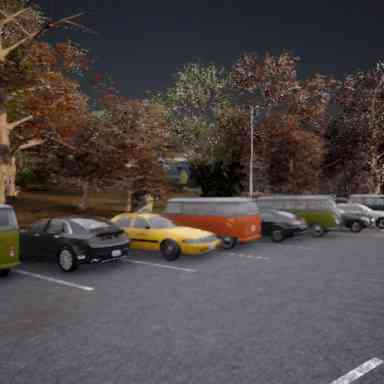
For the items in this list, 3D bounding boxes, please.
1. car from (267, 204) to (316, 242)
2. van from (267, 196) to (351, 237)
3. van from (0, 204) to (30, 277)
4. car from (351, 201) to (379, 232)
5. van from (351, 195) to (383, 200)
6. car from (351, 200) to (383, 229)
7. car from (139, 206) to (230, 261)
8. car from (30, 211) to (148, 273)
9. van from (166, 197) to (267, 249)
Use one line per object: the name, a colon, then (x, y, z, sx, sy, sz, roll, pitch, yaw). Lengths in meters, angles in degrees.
car: (3.098, 1.471, 15.773, 4.674, 1.452, 2.002, -1, 0, 35)
van: (5.593, 1.194, 17.428, 4.442, 1.987, 1.878, -1, -1, 34)
van: (-6.591, 1.263, 9.002, 4.442, 1.987, 1.878, -1, 0, 35)
car: (7.894, 1.453, 19.200, 4.674, 1.452, 2.002, -1, -1, 35)
van: (12.587, 1.174, 22.679, 4.442, 1.987, 1.878, -1, 0, 35)
car: (10.290, 1.444, 20.912, 4.674, 1.452, 2.002, -1, -1, 34)
car: (-1.542, 1.451, 12.256, 5.366, 1.575, 1.946, -1, -1, 35)
car: (-4.089, 1.471, 10.644, 4.892, 1.521, 2.231, -1, 0, 35)
van: (0.601, 1.220, 14.134, 4.442, 1.987, 1.878, -1, 0, 34)
